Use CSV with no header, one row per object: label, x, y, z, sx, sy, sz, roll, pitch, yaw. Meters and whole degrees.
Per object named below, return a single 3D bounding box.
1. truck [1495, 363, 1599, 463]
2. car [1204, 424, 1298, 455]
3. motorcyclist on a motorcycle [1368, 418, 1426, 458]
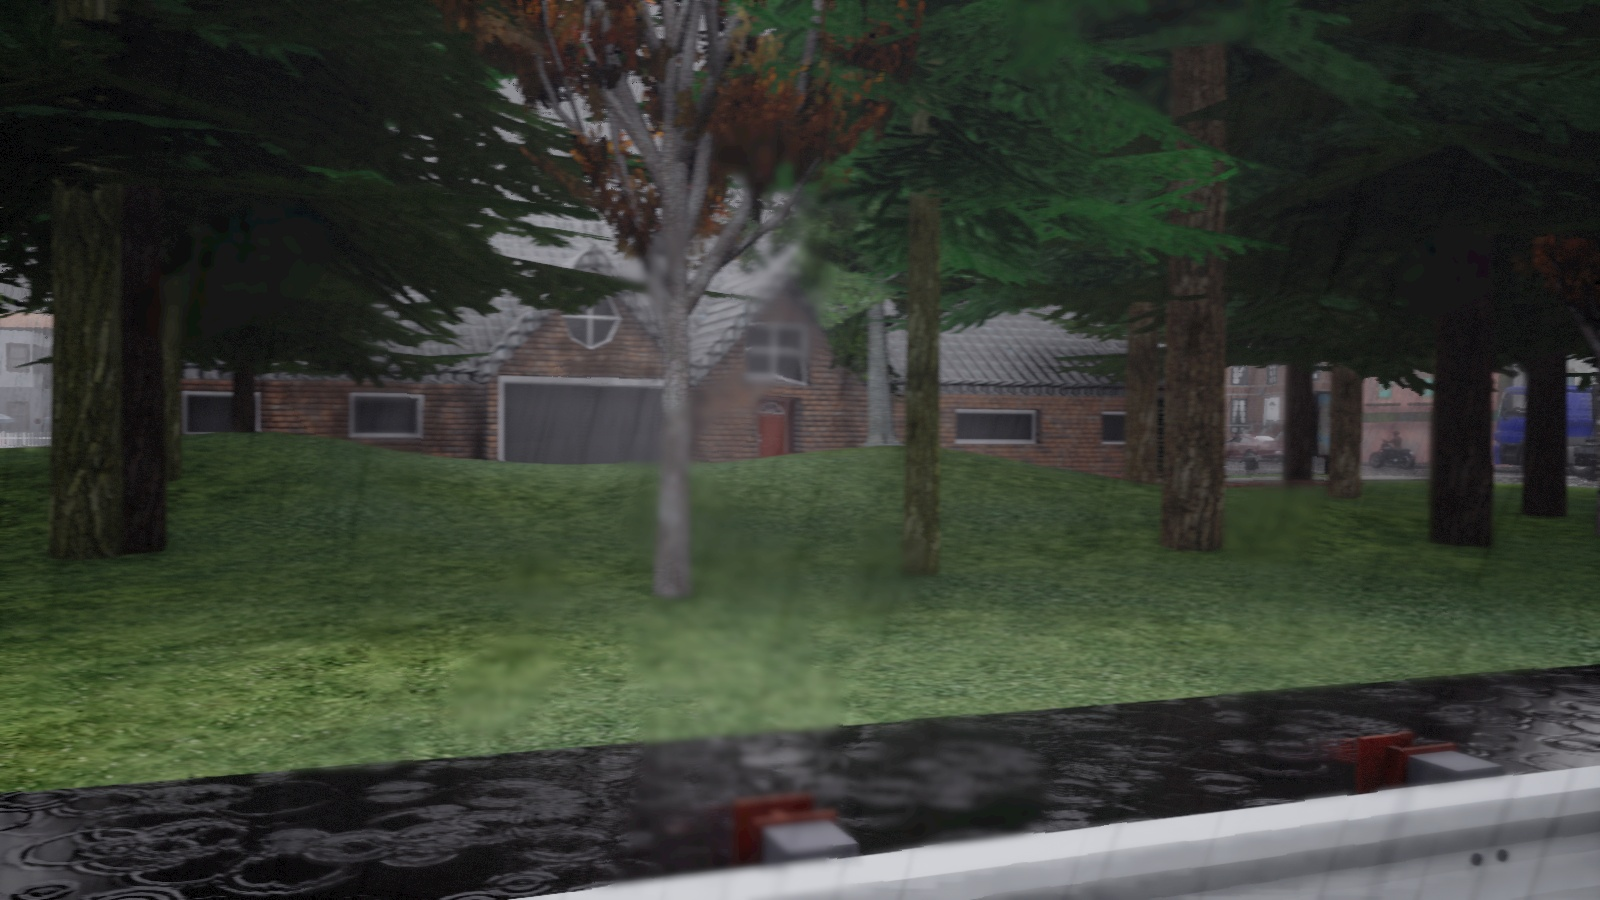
truck,28.976,-1.321,44.177,2.891,3.462,7.936,-1,1,-20
car,22.274,-0.534,62.191,1.812,1.442,4.674,-1,1,-20
motorcyclist on a motorcycle,25.478,-0.504,53.604,0.766,1.649,2.350,-1,1,-20
